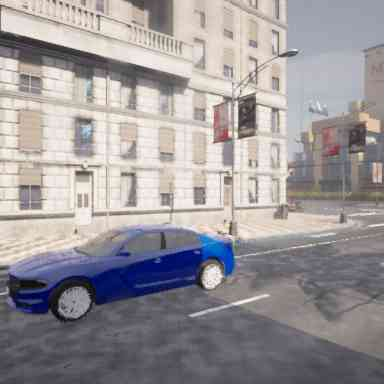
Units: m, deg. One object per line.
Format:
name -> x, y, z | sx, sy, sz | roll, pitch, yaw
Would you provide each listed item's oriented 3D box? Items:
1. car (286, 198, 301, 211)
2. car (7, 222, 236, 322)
car -> 10.515, 1.352, 40.753 | 2.097, 1.767, 4.553 | 0, 0, -36
car -> -1.262, 1.477, 7.407 | 5.008, 1.535, 1.882 | 0, 0, -36
